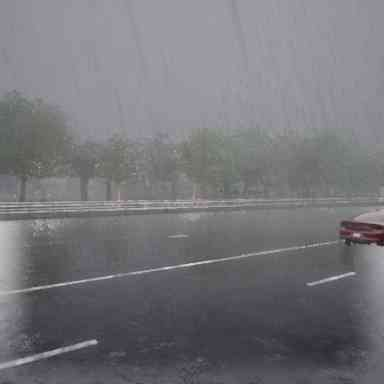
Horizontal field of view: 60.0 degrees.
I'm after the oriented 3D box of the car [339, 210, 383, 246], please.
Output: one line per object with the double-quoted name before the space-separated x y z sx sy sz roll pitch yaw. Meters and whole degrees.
"car" 8.269 1.485 14.066 5.008 1.535 1.882 0 0 -35
